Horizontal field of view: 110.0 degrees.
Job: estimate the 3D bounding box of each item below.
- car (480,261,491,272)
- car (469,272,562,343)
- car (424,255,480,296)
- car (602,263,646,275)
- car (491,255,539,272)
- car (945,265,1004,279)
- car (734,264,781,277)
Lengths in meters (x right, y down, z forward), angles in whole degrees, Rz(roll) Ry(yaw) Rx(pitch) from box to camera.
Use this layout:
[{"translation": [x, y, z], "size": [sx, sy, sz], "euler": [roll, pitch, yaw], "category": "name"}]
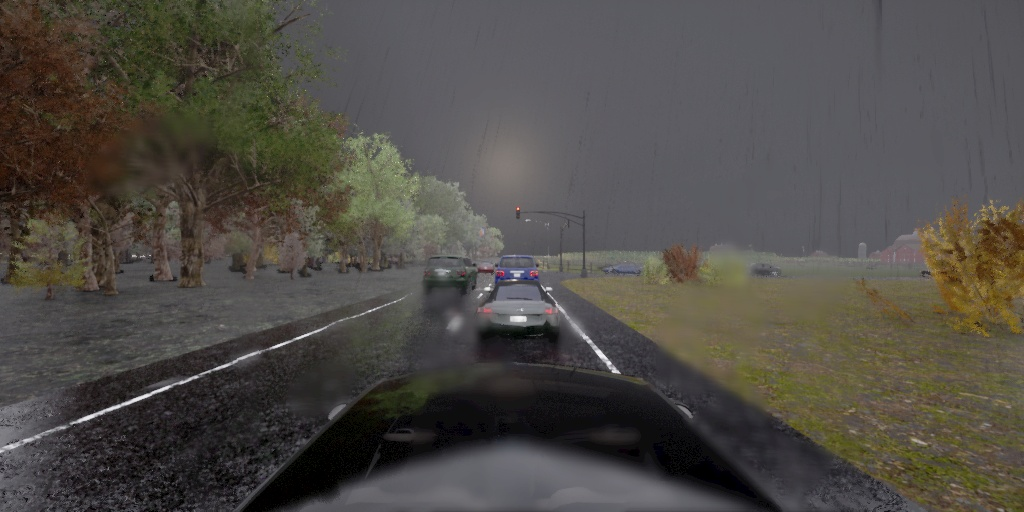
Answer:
[{"translation": [-3.007, 1.321, 43.205], "size": [1.994, 1.385, 4.181], "euler": [0, 0, 1], "category": "car"}, {"translation": [0.169, 1.316, 9.672], "size": [1.994, 1.385, 4.181], "euler": [0, 0, 1], "category": "car"}, {"translation": [-3.233, 0.975, 19.703], "size": [2.150, 2.045, 5.566], "euler": [0, 0, 1], "category": "car"}, {"translation": [13.434, 1.501, 42.324], "size": [5.357, 1.411, 2.033], "euler": [1, -1, 3], "category": "car"}, {"translation": [0.263, 0.976, 19.085], "size": [2.150, 2.045, 5.566], "euler": [0, 0, 1], "category": "car"}, {"translation": [49.441, 1.848, 37.981], "size": [4.181, 1.385, 1.994], "euler": [1, -1, 2], "category": "car"}, {"translation": [28.628, 1.622, 41.899], "size": [4.892, 1.490, 1.837], "euler": [1, -1, 1], "category": "car"}]
